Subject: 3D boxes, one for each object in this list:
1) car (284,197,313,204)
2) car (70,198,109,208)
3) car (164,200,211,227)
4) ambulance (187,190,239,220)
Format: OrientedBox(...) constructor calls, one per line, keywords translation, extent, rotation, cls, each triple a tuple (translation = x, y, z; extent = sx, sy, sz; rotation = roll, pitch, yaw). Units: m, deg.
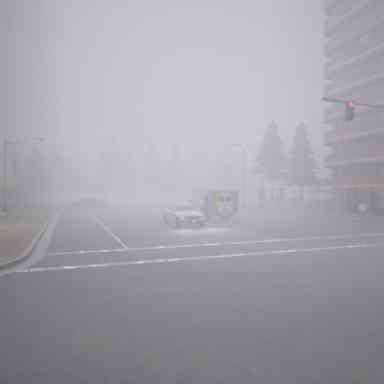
OrientedBox(translation=(17.683, 1.492, 55.550), extent=(5.357, 1.411, 2.033), rotation=(0, 0, -20), cls="car")
OrientedBox(translation=(-14.787, 1.511, 48.113), extent=(5.357, 1.411, 2.033), rotation=(0, 0, 11), cls="car")
OrientedBox(translation=(-0.646, 1.526, 22.842), extent=(1.812, 1.442, 4.674), rotation=(0, 0, -20), cls="car")
OrientedBox(translation=(1.425, 1.031, 27.531), extent=(2.351, 2.431, 6.366), rotation=(0, 0, -20), cls="ambulance")
